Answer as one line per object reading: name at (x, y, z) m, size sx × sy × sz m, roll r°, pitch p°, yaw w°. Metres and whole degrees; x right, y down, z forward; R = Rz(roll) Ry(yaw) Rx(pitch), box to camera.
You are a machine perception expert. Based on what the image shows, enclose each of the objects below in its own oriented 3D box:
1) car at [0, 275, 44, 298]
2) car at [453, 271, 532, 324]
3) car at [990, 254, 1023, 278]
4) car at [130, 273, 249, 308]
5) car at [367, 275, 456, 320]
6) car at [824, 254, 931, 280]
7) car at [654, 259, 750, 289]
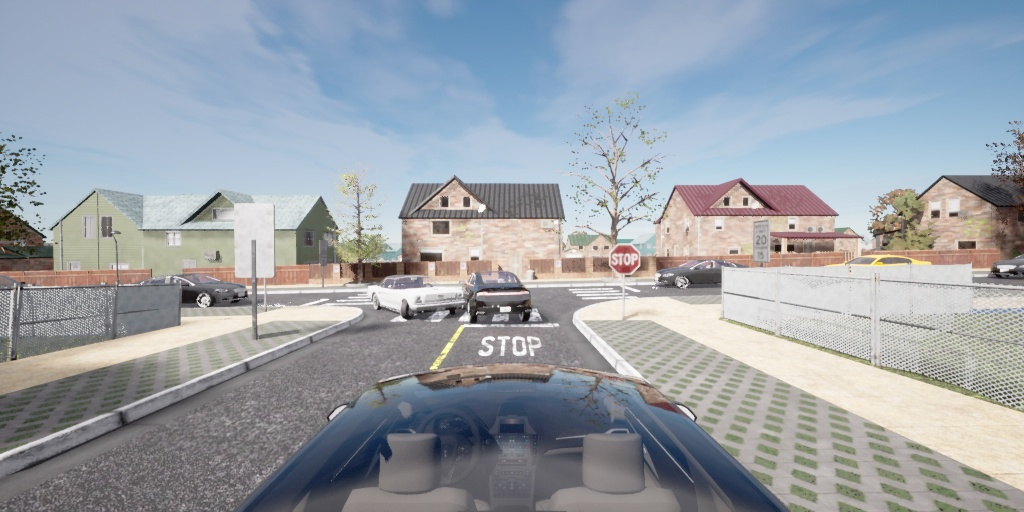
car at (-24.239, 1.648, 16.446) m, size 4.553 × 1.767 × 2.097 m, roll -1°, pitch 1°, yaw 0°
car at (-0.685, 1.243, 12.131) m, size 2.128 × 1.511 × 4.902 m, roll 0°, pitch 0°, yaw -12°
car at (29.386, 0.478, 19.612) m, size 4.902 × 1.511 × 2.128 m, roll -1°, pitch 1°, yaw 0°
car at (-14.902, 1.566, 16.486) m, size 4.902 × 1.511 × 2.128 m, roll -1°, pitch 1°, yaw 0°
car at (-3.602, 1.368, 12.990) m, size 1.895 × 1.301 × 4.718 m, roll 0°, pitch 0°, yaw -38°
car at (19.762, 0.690, 19.575) m, size 5.008 × 1.535 × 1.882 m, roll -1°, pitch 1°, yaw -1°
car at (10.331, 0.926, 19.539) m, size 4.902 × 1.511 × 2.128 m, roll -1°, pitch 1°, yaw 0°
